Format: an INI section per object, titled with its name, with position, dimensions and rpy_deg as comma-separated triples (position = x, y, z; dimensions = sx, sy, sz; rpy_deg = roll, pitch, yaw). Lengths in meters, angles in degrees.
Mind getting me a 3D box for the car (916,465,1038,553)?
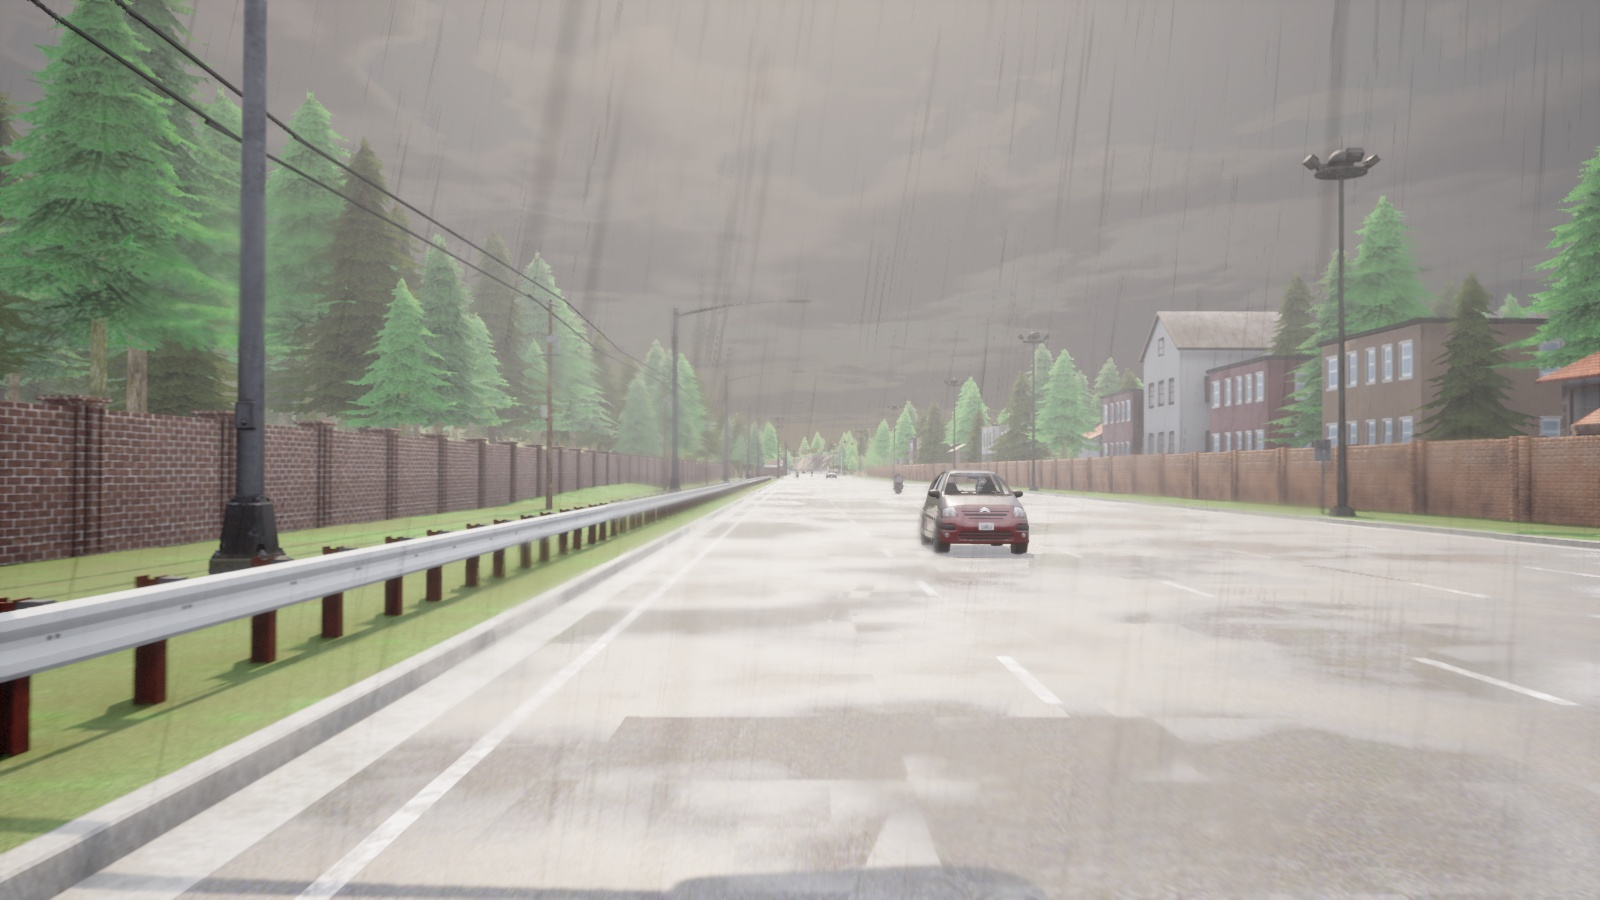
[car]
position = 3.437, 1.119, 25.071
dimensions = 1.851, 1.617, 3.988
rpy_deg = 0, -1, 0
